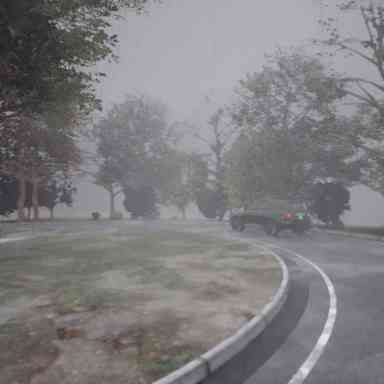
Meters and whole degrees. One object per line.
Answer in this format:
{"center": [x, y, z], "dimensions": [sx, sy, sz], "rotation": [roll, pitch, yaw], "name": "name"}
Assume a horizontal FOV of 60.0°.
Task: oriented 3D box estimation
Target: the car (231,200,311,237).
{"center": [4.604, 1.509, 20.190], "dimensions": [2.150, 2.045, 5.566], "rotation": [0, -1, -27], "name": "car"}
